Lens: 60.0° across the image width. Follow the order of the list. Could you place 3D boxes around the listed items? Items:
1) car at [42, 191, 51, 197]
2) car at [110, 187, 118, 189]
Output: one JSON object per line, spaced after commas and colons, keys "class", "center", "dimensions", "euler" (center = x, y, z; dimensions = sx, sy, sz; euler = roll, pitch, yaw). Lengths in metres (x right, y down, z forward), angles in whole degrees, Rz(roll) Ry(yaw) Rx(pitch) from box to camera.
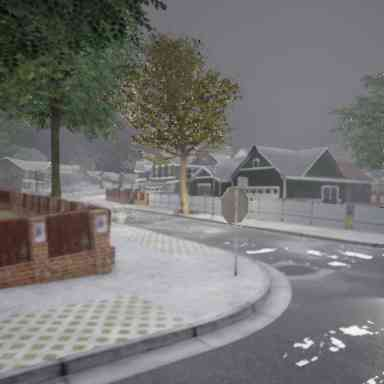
{"class": "car", "center": [-19.626, 0.592, 45.961], "dimensions": [1.837, 1.490, 4.892], "euler": [1, 1, -31]}
{"class": "car", "center": [-21.438, -0.480, 90.481], "dimensions": [1.812, 1.442, 4.674], "euler": [1, 2, -1]}
